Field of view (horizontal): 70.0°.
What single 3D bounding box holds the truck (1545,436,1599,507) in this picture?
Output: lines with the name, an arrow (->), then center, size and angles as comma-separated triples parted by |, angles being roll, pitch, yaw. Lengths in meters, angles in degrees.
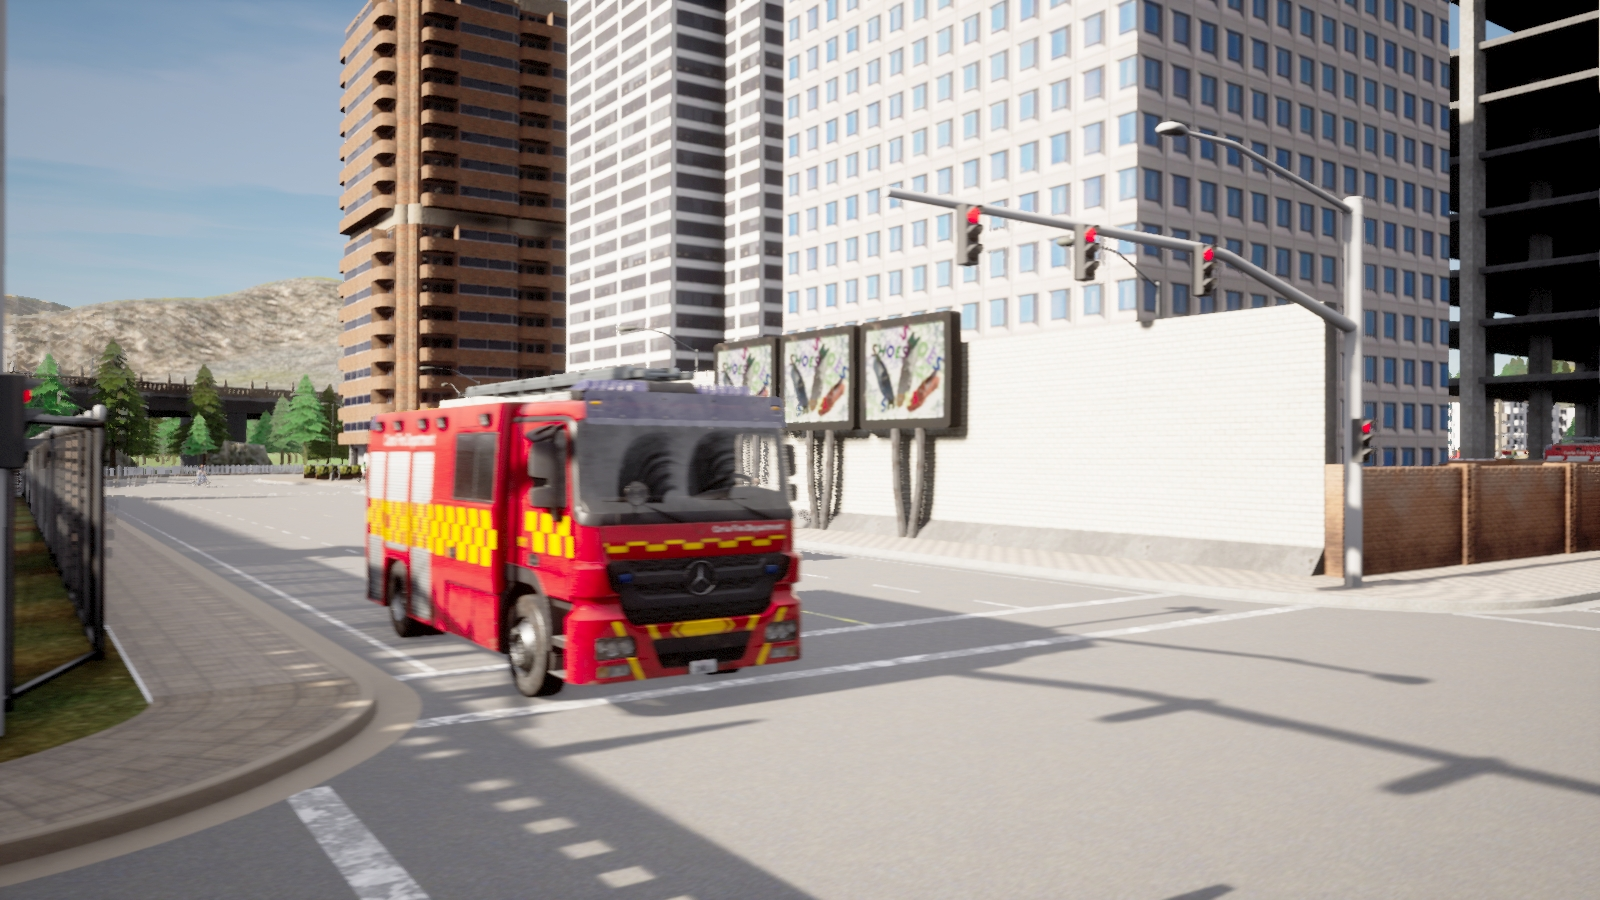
truck -> 45.444, 1.168, 61.523 | 2.891, 3.827, 8.468 | 0, 0, -35

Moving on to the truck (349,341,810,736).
truck -> -3.507, 0.870, 15.387 | 2.891, 3.827, 8.468 | 0, 0, -35
